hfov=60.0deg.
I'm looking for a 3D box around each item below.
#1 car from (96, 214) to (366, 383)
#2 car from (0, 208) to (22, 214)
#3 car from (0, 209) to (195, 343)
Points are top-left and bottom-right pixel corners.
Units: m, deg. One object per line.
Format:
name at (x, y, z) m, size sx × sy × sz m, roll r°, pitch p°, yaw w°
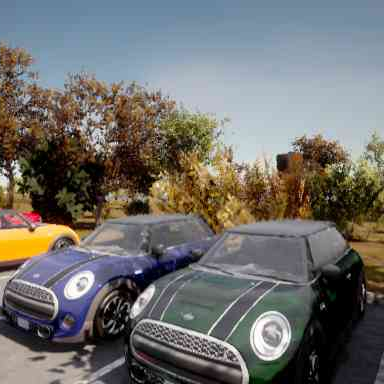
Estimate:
car at (1.152, 1.300, 4.978) m, size 2.185 × 1.767 × 4.553 m, roll 0°, pitch 0°, yaw 36°
car at (-5.584, 1.303, 9.706) m, size 2.185 × 1.767 × 4.553 m, roll 0°, pitch 0°, yaw 36°
car at (-1.115, 1.301, 6.595) m, size 2.185 × 1.767 × 4.553 m, roll 0°, pitch 0°, yaw 35°
